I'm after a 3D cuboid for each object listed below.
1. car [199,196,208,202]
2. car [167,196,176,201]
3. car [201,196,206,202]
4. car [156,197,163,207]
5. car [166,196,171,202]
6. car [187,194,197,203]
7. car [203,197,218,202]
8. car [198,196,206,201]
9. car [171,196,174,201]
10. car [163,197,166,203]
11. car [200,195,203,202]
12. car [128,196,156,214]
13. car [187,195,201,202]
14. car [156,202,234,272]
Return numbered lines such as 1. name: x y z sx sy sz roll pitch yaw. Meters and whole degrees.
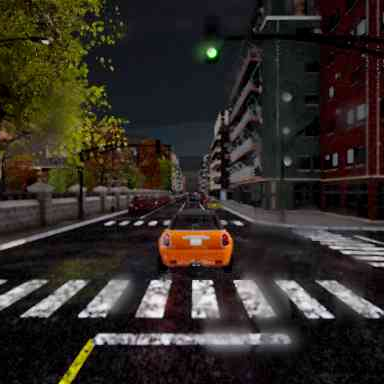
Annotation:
1. car: 2.737 1.677 80.848 1.887 1.381 4.507 0 0 0
2. car: -5.636 1.707 91.923 2.008 1.369 4.403 0 0 0
3. car: 2.717 1.612 47.637 1.887 1.381 4.507 0 0 0
4. car: -5.664 1.506 47.642 1.967 1.590 4.097 0 0 0
5. car: -5.653 1.679 64.247 1.802 1.307 4.206 0 0 0
6. car: 0.045 1.381 72.275 2.097 1.767 4.553 0 0 0
7. car: 2.713 1.583 42.272 1.752 1.417 4.829 0 0 0
8. car: 2.744 1.723 91.919 1.947 1.339 4.313 0 0 0
9. car: -5.646 1.702 75.318 1.802 1.307 4.206 0 0 0
10. car: -5.660 1.621 53.177 1.887 1.381 4.507 0 0 0
11. car: 2.720 1.628 53.173 2.008 1.369 4.403 0 0 0
12. car: -5.671 1.362 36.571 2.192 1.841 5.009 0 0 0
13. car: 0.040 1.585 61.877 2.128 1.511 4.902 0 0 0
14. car: 0.107 1.363 11.000 2.097 1.767 4.553 0 0 0
